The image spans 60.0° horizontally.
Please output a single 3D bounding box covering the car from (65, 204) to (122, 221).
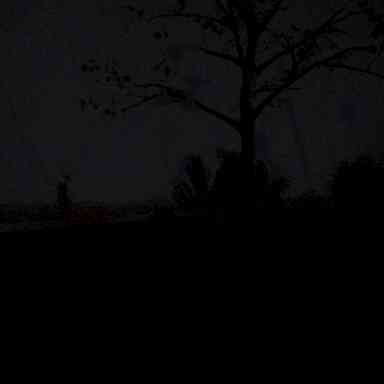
[{"bbox_3d":[-7.953,1.695,27.350,1.882,1.535,5.008,0,0,35],"label":"car"}]
